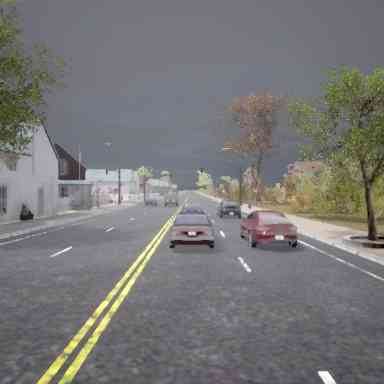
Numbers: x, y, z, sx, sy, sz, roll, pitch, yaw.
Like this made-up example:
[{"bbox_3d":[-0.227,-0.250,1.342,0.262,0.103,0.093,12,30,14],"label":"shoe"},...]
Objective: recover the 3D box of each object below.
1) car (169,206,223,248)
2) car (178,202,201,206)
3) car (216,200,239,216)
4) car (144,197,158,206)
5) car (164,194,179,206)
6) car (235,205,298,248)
[{"bbox_3d":[0.000,1.556,14.651,2.033,1.411,5.357,0,0,0],"label":"car"},{"bbox_3d":[0.000,1.602,29.682,1.895,1.301,4.718,0,0,0],"label":"car"},{"bbox_3d":[3.250,1.502,29.652,1.837,1.490,4.892,0,0,0],"label":"car"},{"bbox_3d":[-6.499,1.561,53.651,2.033,1.411,5.357,0,0,0],"label":"car"},{"bbox_3d":[-3.250,1.285,53.621,2.150,2.045,5.566,0,0,0],"label":"car"},{"bbox_3d":[3.250,1.526,14.651,1.812,1.442,4.674,0,0,0],"label":"car"}]
